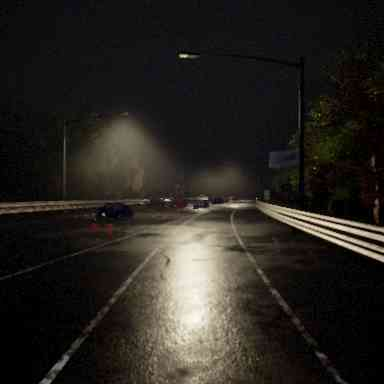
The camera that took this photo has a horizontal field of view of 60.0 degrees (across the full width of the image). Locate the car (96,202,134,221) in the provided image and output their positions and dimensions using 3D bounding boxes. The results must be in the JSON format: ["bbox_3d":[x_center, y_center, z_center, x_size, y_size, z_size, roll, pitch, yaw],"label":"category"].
[{"bbox_3d":[-6.449,1.604,28.222,1.812,1.442,4.674,0,0,11],"label":"car"}]

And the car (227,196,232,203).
[{"bbox_3d":[9.028,2.166,89.480,1.882,1.535,5.008,0,-1,11],"label":"car"}]

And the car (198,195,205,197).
[{"bbox_3d":[2.942,1.930,94.848,2.150,2.045,5.566,0,-1,11],"label":"car"}]

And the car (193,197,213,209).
[{"bbox_3d":[1.437,1.856,50.432,2.033,1.411,5.357,0,0,11],"label":"car"}]

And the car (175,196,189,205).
[{"bbox_3d":[-2.050,1.803,69.189,2.097,1.767,4.553,0,0,11],"label":"car"}]

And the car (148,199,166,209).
[{"bbox_3d":[-5.410,1.792,51.908,1.837,1.490,4.892,0,-1,11],"label":"car"}]

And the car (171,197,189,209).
[{"bbox_3d":[-1.983,1.823,51.188,1.812,1.442,4.674,0,0,11],"label":"car"}]

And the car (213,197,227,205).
[{"bbox_3d":[5.950,1.888,73.660,2.097,1.767,4.553,0,-1,11],"label":"car"}]
